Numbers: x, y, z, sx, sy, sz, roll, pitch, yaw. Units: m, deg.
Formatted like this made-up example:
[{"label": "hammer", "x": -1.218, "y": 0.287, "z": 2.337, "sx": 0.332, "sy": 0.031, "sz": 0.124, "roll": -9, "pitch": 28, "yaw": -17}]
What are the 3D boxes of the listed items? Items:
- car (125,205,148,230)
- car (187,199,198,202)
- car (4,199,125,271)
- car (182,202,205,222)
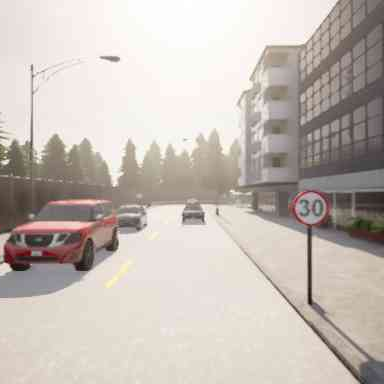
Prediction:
[{"label": "car", "x": -4.051, "y": 1.622, "z": 21.887, "sx": 1.837, "sy": 1.490, "sz": 4.892, "roll": 0, "pitch": 0, "yaw": 0}, {"label": "car", "x": 0.106, "y": 1.749, "z": 45.761, "sx": 1.837, "sy": 1.490, "sz": 4.892, "roll": 0, "pitch": 0, "yaw": 0}, {"label": "car", "x": -4.055, "y": 1.285, "z": 11.480, "sx": 2.150, "sy": 2.045, "sz": 5.566, "roll": 0, "pitch": -1, "yaw": 0}, {"label": "car", "x": 0.106, "y": 1.752, "z": 28.289, "sx": 1.895, "sy": 1.301, "sz": 4.718, "roll": 0, "pitch": 0, "yaw": 0}]
